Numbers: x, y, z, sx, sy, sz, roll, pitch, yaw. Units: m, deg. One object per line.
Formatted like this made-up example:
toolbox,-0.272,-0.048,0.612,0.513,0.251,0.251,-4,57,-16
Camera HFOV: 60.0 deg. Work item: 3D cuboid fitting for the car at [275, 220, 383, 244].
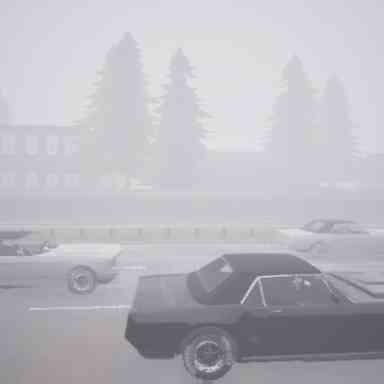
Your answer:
car,5.646,1.689,12.346,4.718,1.301,1.895,0,0,-5

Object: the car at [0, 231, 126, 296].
car,-4.007,1.625,8.030,4.718,1.301,1.895,0,0,-5

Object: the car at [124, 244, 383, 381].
car,1.477,1.632,4.975,4.718,1.301,1.895,0,0,-5
